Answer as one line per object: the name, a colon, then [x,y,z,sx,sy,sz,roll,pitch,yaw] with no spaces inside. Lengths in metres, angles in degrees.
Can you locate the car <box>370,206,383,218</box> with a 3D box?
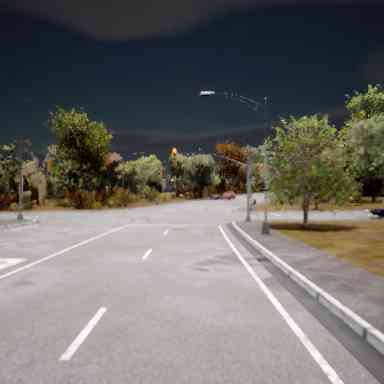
car: [19.710,1.824,31.525,4.718,1.301,1.895,-1,-1,3]

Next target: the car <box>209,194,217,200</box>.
car: [6.186,1.317,86.117,2.033,1.411,5.357,0,3,28]

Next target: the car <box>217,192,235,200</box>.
car: [9.107,0.993,84.181,2.150,2.045,5.566,0,3,28]
